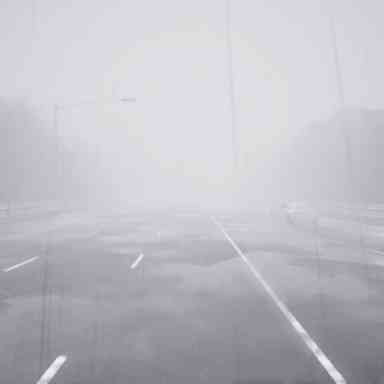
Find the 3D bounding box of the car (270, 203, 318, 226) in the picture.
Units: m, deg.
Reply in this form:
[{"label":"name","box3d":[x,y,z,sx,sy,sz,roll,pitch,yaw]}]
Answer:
[{"label":"car","box3d":[7.017,1.473,23.135,1.812,1.442,4.674,0,0,-8]}]
